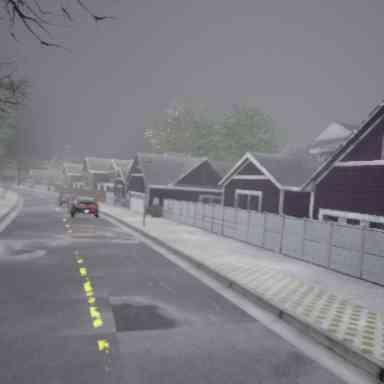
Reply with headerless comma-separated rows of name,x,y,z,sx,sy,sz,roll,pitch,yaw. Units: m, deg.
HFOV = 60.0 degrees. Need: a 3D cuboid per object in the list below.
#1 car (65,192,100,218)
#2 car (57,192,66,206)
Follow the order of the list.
car,-7.890,0.960,24.107,1.837,1.490,4.892,4,0,-24
car,-13.204,0.694,35.352,2.033,1.411,5.357,4,0,-26
